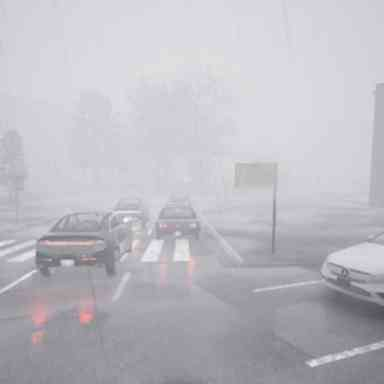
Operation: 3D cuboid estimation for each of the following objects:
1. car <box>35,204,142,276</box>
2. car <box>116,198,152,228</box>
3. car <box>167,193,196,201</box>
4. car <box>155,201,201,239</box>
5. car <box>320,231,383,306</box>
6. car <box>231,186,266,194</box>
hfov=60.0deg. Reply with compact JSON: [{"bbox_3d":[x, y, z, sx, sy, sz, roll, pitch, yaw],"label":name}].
[{"bbox_3d":[-2.876,1.322,9.770,2.128,1.511,4.902,0,1,-3],"label":"car"},{"bbox_3d":[-3.384,1.106,18.900,2.128,1.511,4.902,0,2,-3],"label":"car"},{"bbox_3d":[-0.831,0.825,24.882,2.128,1.511,4.902,1,3,3],"label":"car"},{"bbox_3d":[-0.687,1.320,15.545,1.895,1.301,4.718,0,1,-3],"label":"car"},{"bbox_3d":[4.883,1.391,6.908,4.674,1.452,2.002,0,1,-23],"label":"car"},{"bbox_3d":[7.156,-0.495,41.667,4.718,1.301,1.895,-4,7,-38],"label":"car"}]
